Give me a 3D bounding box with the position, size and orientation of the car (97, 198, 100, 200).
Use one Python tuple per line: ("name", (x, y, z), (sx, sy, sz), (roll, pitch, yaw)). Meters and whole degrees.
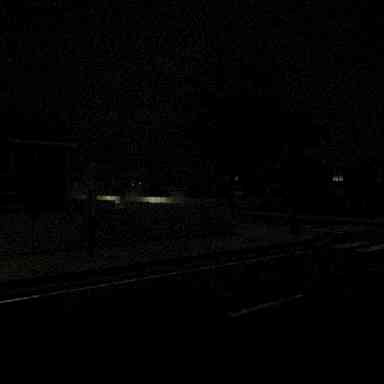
("car", (-16.039, 1.653, 54.243), (1.994, 1.385, 4.181), (0, 0, -35))
